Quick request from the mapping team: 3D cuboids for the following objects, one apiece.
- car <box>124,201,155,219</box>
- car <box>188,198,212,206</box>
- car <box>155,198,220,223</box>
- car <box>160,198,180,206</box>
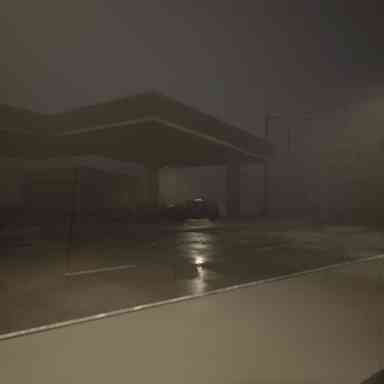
[{"bbox_3d":[-4.048,1.586,29.803,3.806,1.475,1.970,1,0,-35],"label":"car"},{"bbox_3d":[1.445,1.846,63.489,2.128,1.511,4.902,1,0,-36],"label":"car"},{"bbox_3d":[-0.087,1.432,25.571,4.611,1.667,2.242,1,0,-35],"label":"car"},{"bbox_3d":[-4.380,1.848,65.432,1.812,1.442,4.674,1,0,-36],"label":"car"}]
